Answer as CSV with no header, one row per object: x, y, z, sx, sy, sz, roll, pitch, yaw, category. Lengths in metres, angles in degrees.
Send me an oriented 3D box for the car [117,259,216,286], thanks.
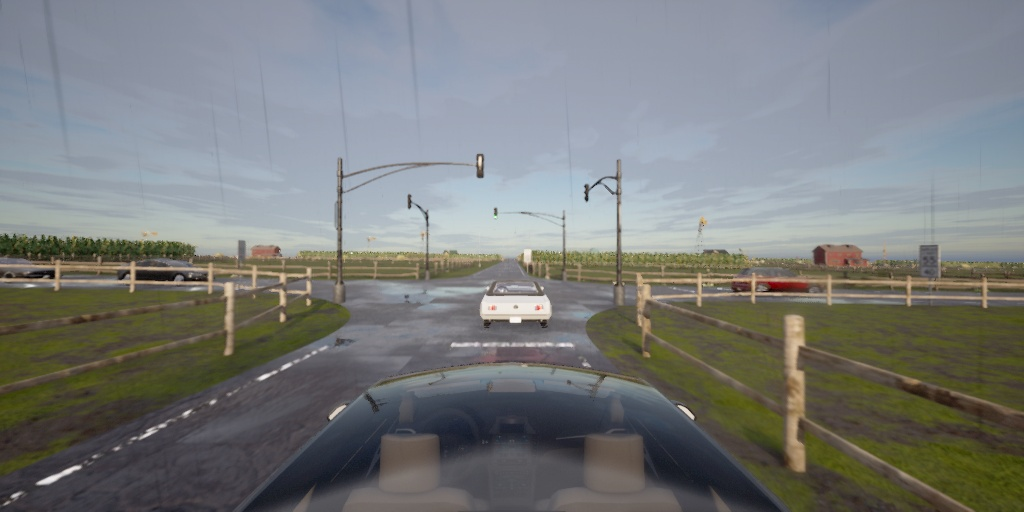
-20.420,0.965,21.335,4.892,1.490,1.837,1,0,0,car

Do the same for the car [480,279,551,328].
0.096,1.387,11.582,1.895,1.301,4.718,0,0,0,car

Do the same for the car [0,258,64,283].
-30.308,0.829,21.341,5.357,1.411,2.033,1,0,0,car

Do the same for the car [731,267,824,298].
15.716,1.492,21.282,4.553,1.767,2.097,1,0,-1,car
